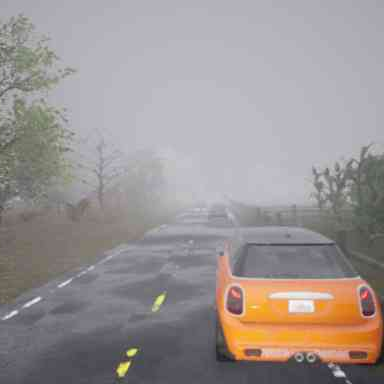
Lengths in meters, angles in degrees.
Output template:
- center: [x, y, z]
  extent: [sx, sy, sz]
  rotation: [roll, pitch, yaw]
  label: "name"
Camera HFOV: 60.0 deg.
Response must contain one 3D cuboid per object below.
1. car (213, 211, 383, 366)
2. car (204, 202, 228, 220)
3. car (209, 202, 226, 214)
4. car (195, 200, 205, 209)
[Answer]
- center: [1.482, 1.401, 6.088]
  extent: [2.097, 1.767, 4.553]
  rotation: [-1, -1, 5]
  label: "car"
- center: [2.513, 1.880, 32.092]
  extent: [2.033, 1.411, 5.357]
  rotation: [-1, -1, 4]
  label: "car"
- center: [3.299, 2.002, 43.026]
  extent: [1.994, 1.385, 4.181]
  rotation: [-1, -1, 4]
  label: "car"
- center: [1.568, 2.170, 58.231]
  extent: [2.033, 1.411, 5.357]
  rotation: [-1, -1, 4]
  label: "car"
